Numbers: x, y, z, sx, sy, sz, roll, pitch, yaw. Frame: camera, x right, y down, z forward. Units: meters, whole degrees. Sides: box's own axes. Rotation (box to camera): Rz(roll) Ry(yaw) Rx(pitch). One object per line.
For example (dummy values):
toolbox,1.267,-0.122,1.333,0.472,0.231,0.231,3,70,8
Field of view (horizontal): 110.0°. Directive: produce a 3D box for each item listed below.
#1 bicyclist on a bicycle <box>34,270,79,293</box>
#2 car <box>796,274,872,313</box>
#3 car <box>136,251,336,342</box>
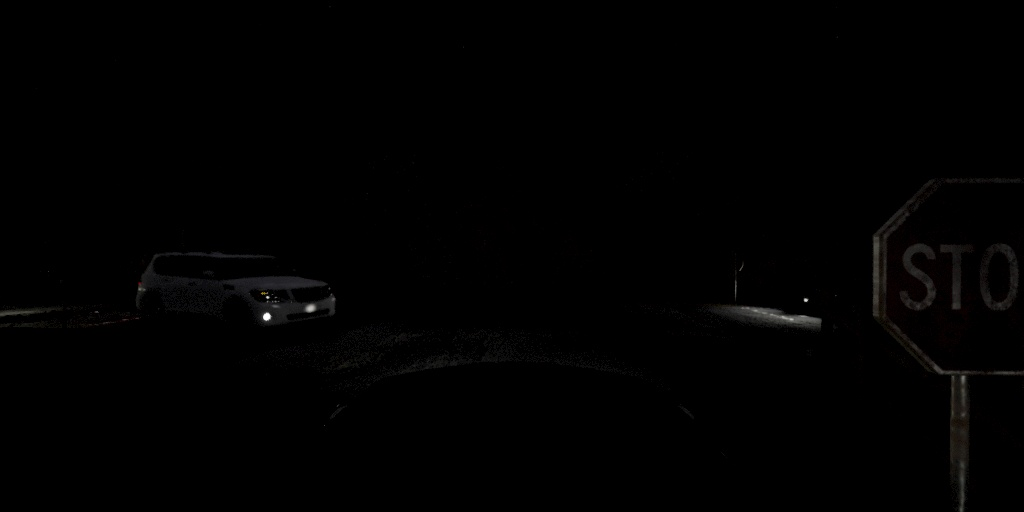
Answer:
bicyclist on a bicycle,-22.042,0.929,17.388,0.582,1.620,1.656,1,0,2
car,13.261,1.415,13.126,4.892,1.490,1.837,1,0,2
car,-7.505,0.908,9.743,5.566,2.045,2.150,1,-1,20
